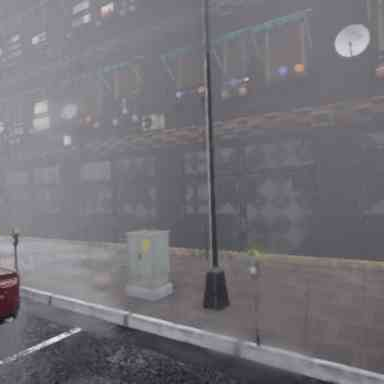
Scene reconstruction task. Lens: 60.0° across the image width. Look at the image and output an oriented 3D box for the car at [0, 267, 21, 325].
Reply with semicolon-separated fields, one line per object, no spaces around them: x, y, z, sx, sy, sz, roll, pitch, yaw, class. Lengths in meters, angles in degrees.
-4.850;1.549;5.746;4.507;1.381;1.887;0;-1;32;car
